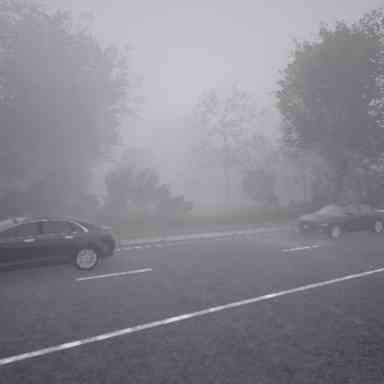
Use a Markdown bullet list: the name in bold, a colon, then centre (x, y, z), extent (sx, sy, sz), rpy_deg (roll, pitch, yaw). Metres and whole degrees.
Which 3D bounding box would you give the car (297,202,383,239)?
- **car**: centre (7.426, 1.298, 16.430), extent (5.008, 1.535, 1.882), rpy_deg (-1, 1, -28)

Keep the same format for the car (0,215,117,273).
- **car**: centre (-4.556, 1.426, 9.176), extent (4.892, 1.490, 1.837), rpy_deg (0, 0, -34)
